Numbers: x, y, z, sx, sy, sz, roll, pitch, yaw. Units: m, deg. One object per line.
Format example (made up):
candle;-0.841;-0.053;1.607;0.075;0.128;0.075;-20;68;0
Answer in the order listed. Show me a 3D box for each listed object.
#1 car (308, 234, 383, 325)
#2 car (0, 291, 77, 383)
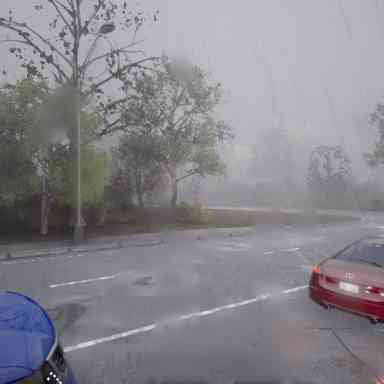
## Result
car;4.269;1.564;6.715;4.181;1.385;1.994;0;0;-35
car;-3.355;1.222;1.326;5.566;2.045;2.150;0;0;-36
